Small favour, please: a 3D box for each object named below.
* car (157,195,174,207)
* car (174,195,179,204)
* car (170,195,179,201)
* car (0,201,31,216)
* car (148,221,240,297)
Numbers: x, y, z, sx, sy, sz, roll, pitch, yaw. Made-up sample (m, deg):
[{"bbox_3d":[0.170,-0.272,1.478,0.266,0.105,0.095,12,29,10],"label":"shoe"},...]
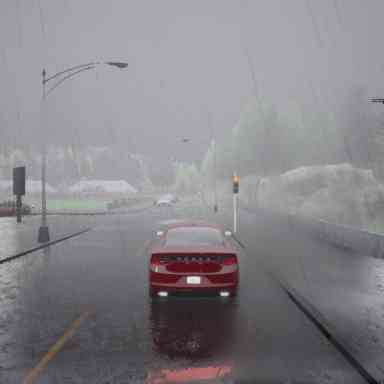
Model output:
[{"bbox_3d":[-4.139,1.526,50.861,1.812,1.442,4.674,0,0,0],"label":"car"},{"bbox_3d":[-4.099,1.526,64.906,1.812,1.442,4.674,0,0,1],"label":"car"},{"bbox_3d":[-4.068,1.416,78.858,1.837,1.490,4.892,0,0,0],"label":"car"},{"bbox_3d":[-17.615,1.564,31.494,4.181,1.385,1.994,0,0,-1],"label":"car"},{"bbox_3d":[0.052,1.478,8.630,1.882,1.535,5.008,0,0,0],"label":"car"}]
